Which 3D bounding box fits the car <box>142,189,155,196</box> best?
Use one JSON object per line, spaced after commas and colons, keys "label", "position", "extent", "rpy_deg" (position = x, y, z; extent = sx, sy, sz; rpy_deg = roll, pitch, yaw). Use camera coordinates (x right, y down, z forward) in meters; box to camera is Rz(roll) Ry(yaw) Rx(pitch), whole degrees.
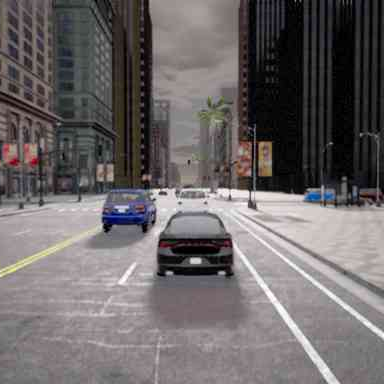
{"label": "car", "position": [-9.891, 0.123, 75.918], "extent": [2.128, 1.511, 4.902], "rpy_deg": [0, 1, 0]}

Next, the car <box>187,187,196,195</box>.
{"label": "car", "position": [-0.160, -0.377, 86.458], "extent": [2.150, 2.045, 5.566], "rpy_deg": [0, 1, 0]}

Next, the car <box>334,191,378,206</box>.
{"label": "car", "position": [17.003, 0.888, 35.679], "extent": [4.403, 1.369, 2.008], "rpy_deg": [0, 1, 0]}

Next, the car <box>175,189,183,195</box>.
{"label": "car", "position": [-3.409, -0.095, 86.010], "extent": [1.837, 1.490, 4.892], "rpy_deg": [0, 1, 0]}

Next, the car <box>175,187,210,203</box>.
{"label": "car", "position": [0.057, 0.794, 22.949], "extent": [2.150, 2.045, 5.566], "rpy_deg": [0, 1, 0]}

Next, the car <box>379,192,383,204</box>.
{"label": "car", "position": [22.681, 0.916, 35.691], "extent": [4.206, 1.307, 1.802], "rpy_deg": [0, 1, 0]}

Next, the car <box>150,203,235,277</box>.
{"label": "car", "position": [0.080, 1.296, 9.674], "extent": [1.882, 1.535, 5.008], "rpy_deg": [0, 1, 0]}

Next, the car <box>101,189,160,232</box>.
{"label": "car", "position": [-3.185, 0.889, 17.740], "extent": [2.150, 2.045, 5.566], "rpy_deg": [0, 1, 0]}

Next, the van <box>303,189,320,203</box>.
{"label": "van", "position": [16.983, 0.497, 44.197], "extent": [3.998, 1.788, 1.690], "rpy_deg": [0, 1, 0]}

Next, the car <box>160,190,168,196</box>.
{"label": "car", "position": [-6.641, 0.194, 75.895], "extent": [1.895, 1.301, 4.718], "rpy_deg": [0, 1, 0]}

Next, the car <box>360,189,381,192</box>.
{"label": "car", "position": [22.660, 0.467, 44.209], "extent": [5.009, 1.841, 2.192], "rpy_deg": [0, 1, 0]}
